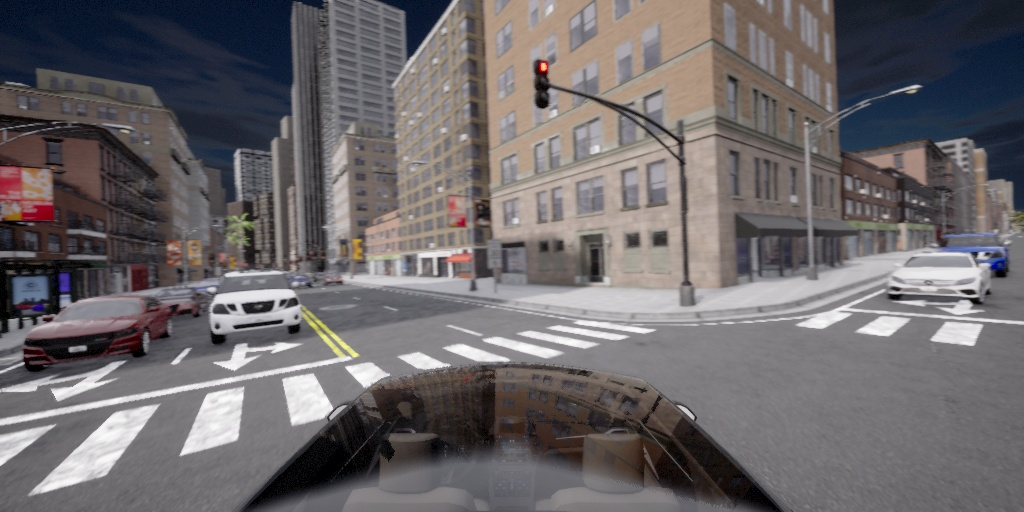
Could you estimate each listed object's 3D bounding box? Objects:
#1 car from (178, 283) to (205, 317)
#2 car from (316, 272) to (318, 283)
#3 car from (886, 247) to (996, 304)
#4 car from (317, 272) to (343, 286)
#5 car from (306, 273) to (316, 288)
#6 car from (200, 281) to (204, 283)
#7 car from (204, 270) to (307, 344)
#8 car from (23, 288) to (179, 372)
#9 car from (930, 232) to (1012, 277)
[{"bbox_3d":[-16.130,2.247,17.298,1.994,1.385,4.181,-2,-1,-34],"label":"car"},{"bbox_3d":[-25.700,2.870,48.284,2.128,1.511,4.902,-2,0,-35],"label":"car"},{"bbox_3d":[13.937,0.597,11.657,4.674,1.442,1.812,-3,0,-34],"label":"car"},{"bbox_3d":[-20.422,2.612,40.724,2.033,1.411,5.357,-2,-1,-33],"label":"car"},{"bbox_3d":[-22.029,2.642,37.384,1.812,1.442,4.674,-2,0,-34],"label":"car"},{"bbox_3d":[-23.596,2.647,28.032,1.812,1.442,4.674,-2,0,-35],"label":"car"},{"bbox_3d":[-8.712,1.511,12.234,2.150,2.045,5.566,-2,-1,-36],"label":"car"},{"bbox_3d":[-11.032,1.862,9.926,1.882,1.535,5.008,-2,-1,-36],"label":"car"},{"bbox_3d":[22.713,-0.123,17.774,5.566,2.045,2.150,-3,0,-35],"label":"car"}]
